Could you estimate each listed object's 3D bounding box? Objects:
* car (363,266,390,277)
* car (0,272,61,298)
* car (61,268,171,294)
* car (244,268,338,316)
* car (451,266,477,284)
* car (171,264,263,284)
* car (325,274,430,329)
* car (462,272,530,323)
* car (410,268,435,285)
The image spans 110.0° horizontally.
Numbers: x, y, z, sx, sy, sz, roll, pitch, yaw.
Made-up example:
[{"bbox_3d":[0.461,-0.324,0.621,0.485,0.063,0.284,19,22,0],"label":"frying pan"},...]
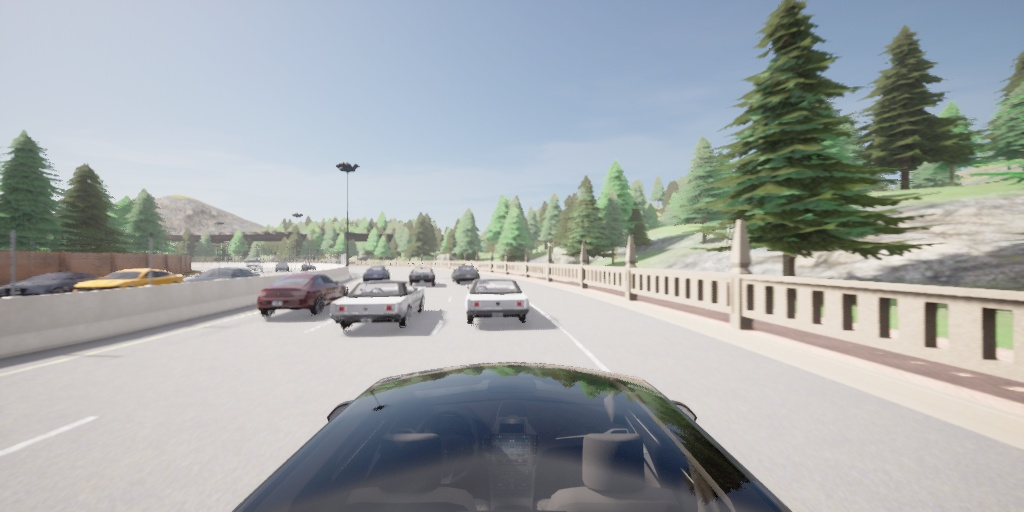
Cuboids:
[{"bbox_3d":[-11.322,1.541,30.165,1.994,1.385,4.181,0,0,-16],"label":"car"},{"bbox_3d":[-22.931,1.515,18.240,1.994,1.385,4.181,0,0,-12],"label":"car"},{"bbox_3d":[-19.402,1.416,18.478,1.882,1.535,5.008,0,0,-12],"label":"car"},{"bbox_3d":[-7.894,1.386,13.895,1.812,1.442,4.674,0,0,-7],"label":"car"},{"bbox_3d":[-3.850,1.505,29.454,1.994,1.385,4.181,0,0,-15],"label":"car"},{"bbox_3d":[-16.185,1.413,20.199,1.882,1.535,5.008,0,0,-12],"label":"car"},{"bbox_3d":[-4.059,1.431,11.707,1.895,1.301,4.718,0,0,-5],"label":"car"},{"bbox_3d":[-0.625,1.421,12.480,1.895,1.301,4.718,0,0,-6],"label":"car"},{"bbox_3d":[-6.944,1.544,27.684,1.895,1.301,4.718,0,0,-14],"label":"car"}]
